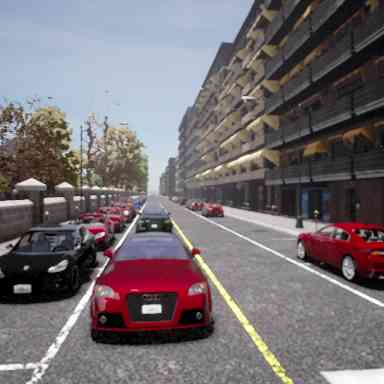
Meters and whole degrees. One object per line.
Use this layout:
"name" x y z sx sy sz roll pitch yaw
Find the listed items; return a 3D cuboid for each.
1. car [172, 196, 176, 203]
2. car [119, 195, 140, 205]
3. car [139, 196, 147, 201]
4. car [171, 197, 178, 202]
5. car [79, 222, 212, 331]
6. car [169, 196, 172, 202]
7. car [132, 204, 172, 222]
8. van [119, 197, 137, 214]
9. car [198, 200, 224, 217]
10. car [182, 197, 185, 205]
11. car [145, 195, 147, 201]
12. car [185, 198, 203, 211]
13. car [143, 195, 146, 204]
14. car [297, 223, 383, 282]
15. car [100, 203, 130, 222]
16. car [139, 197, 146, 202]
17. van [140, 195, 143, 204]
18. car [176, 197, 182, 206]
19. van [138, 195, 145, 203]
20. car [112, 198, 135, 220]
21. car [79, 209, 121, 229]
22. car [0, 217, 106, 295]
"car" -2.678 1.701 71.336 1.967 1.590 4.097 0 0 -7
"car" -6.333 1.401 31.210 2.192 1.841 5.009 0 0 -7
"car" -13.667 1.893 92.706 1.887 1.381 4.507 0 0 -7
"car" -4.679 1.922 88.108 1.802 1.307 4.206 0 0 -7
"car" -0.830 1.581 6.968 1.994 1.385 4.181 0 0 -7
"car" -4.032 1.839 82.686 1.752 1.417 4.829 0 0 -7
"car" -2.208 1.612 19.386 1.994 1.385 4.181 0 0 -7
"van" -6.999 1.448 36.800 1.690 1.788 3.998 0 0 -7
"car" 1.989 1.687 32.201 1.802 1.307 4.206 0 0 -7
"car" -0.012 1.752 48.974 1.802 1.307 4.206 0 0 -7
"car" -10.999 1.557 70.345 2.192 1.841 5.009 0 0 -7
"car" 0.655 1.588 43.383 1.967 1.590 4.097 0 0 -7
"car" -9.667 1.760 59.163 1.947 1.339 4.313 0 0 -7
"car" 4.656 1.580 9.841 1.887 1.381 4.507 0 0 -7
"car" -4.999 1.589 20.029 1.887 1.381 4.507 0 0 -7
"car" -13.000 1.903 87.115 1.802 1.307 4.206 0 0 -7
"van" -8.333 1.491 47.982 1.690 1.788 3.998 0 0 -7
"car" -1.345 1.780 60.156 1.947 1.339 4.313 0 0 -7
"van" -12.333 1.635 81.525 1.690 1.788 3.998 0 0 -7
"car" -5.665 1.505 25.618 1.967 1.590 4.097 0 0 -7
"car" -4.333 1.611 14.440 1.802 1.307 4.206 0 0 -7
"car" -3.665 1.582 8.849 1.947 1.339 4.313 0 0 -7
